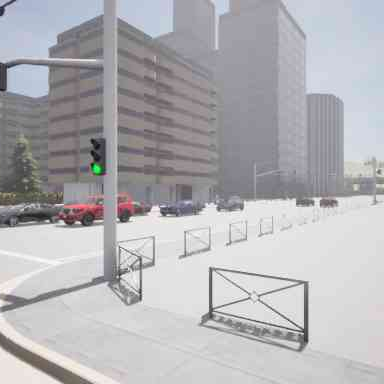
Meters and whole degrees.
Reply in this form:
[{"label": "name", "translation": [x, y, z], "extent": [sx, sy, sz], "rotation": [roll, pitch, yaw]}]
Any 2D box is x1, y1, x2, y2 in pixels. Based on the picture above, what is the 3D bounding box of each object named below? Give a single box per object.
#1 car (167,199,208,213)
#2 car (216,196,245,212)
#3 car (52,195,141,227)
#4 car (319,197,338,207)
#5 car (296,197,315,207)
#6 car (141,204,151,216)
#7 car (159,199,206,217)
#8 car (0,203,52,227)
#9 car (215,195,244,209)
[{"label": "car", "translation": [-0.407, 1.547, 38.601], "extent": [2.033, 1.411, 5.357], "rotation": [0, 0, 35]}, {"label": "car", "translation": [4.679, 1.526, 39.790], "extent": [1.812, 1.442, 4.674], "rotation": [0, 0, 35]}, {"label": "car", "translation": [-6.550, 1.221, 23.524], "extent": [2.150, 2.045, 5.566], "rotation": [0, 0, 35]}, {"label": "car", "translation": [20.874, 1.478, 50.652], "extent": [1.882, 1.535, 5.008], "rotation": [0, 0, 35]}, {"label": "car", "translation": [17.950, 1.478, 52.546], "extent": [1.882, 1.535, 5.008], "rotation": [0, 0, 35]}, {"label": "car", "translation": [-5.953, 1.601, 30.557], "extent": [1.895, 1.301, 4.718], "rotation": [0, 0, 35]}, {"label": "car", "translation": [-1.006, 1.601, 31.569], "extent": [1.895, 1.301, 4.718], "rotation": [0, 0, 35]}, {"label": "car", "translation": [-11.213, 1.492, 22.925], "extent": [2.128, 1.511, 4.902], "rotation": [0, 0, 35]}, {"label": "car", "translation": [5.385, 1.352, 46.938], "extent": [2.097, 1.767, 4.553], "rotation": [0, 0, 35]}]
